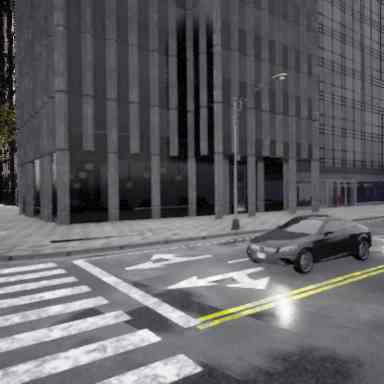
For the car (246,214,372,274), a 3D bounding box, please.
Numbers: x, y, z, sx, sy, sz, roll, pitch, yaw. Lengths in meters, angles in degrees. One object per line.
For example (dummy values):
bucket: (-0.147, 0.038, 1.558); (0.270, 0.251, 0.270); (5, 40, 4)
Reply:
car: (3.819, 1.451, 10.429); (4.674, 1.442, 1.812); (-1, 0, -34)
